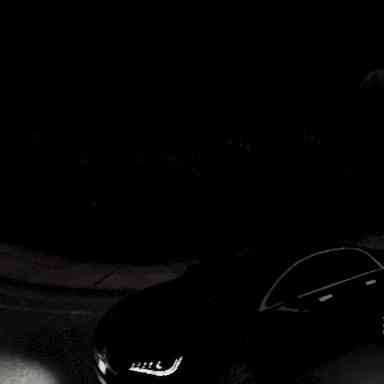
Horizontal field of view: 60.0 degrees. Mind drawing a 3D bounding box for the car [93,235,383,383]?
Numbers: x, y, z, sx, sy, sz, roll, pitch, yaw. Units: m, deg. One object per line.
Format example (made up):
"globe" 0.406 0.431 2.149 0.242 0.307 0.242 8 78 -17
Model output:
"car" 1.138 1.447 4.643 4.892 1.490 1.837 -1 0 -33
